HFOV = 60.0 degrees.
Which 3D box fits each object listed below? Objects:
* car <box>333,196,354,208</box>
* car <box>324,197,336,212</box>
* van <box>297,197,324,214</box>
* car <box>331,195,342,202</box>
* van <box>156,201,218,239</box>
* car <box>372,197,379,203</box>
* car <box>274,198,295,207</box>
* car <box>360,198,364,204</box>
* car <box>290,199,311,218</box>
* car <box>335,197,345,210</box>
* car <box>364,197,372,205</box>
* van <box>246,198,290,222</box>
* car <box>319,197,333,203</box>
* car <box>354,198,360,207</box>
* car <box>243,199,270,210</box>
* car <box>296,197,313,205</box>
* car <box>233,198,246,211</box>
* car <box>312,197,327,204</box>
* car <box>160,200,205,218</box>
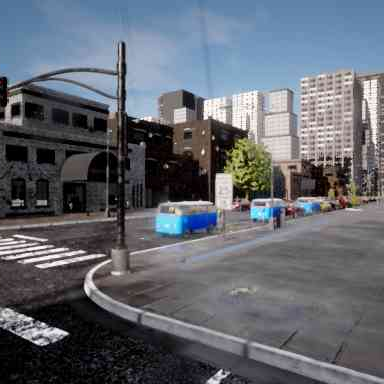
[{"bbox_3d":[21.988,1.497,49.345,2.192,1.841,5.009,0,0,35],"label":"car"},{"bbox_3d":[15.755,1.671,40.433,1.752,1.417,4.829,0,0,35],"label":"car"},{"bbox_3d":[12.494,1.469,35.768,1.690,1.788,3.998,0,0,35],"label":"van"},{"bbox_3d":[37.279,1.712,85.836,1.967,1.590,4.097,0,0,35],"label":"car"},{"bbox_3d":[-0.163,1.406,17.668,1.690,1.788,3.998,0,0,35],"label":"van"},{"bbox_3d":[44.137,1.899,81.020,1.947,1.339,4.313,0,0,35],"label":"car"},{"bbox_3d":[15.129,1.665,54.161,1.887,1.381,4.507,0,0,35],"label":"car"},{"bbox_3d":[28.413,1.748,58.534,1.752,1.417,4.829,0,0,35],"label":"car"},{"bbox_3d":[9.329,1.655,31.243,1.887,1.381,4.507,0,0,35],"label":"car"},{"bbox_3d":[18.822,1.729,44.818,1.947,1.339,4.313,0,0,35],"label":"car"},{"bbox_3d":[34.644,1.810,67.444,1.887,1.381,4.507,0,0,35],"label":"car"},{"bbox_3d":[6.165,1.436,26.718,1.690,1.788,3.998,0,0,35],"label":"van"},{"bbox_3d":[30.950,1.792,76.786,1.947,1.339,4.313,0,0,35],"label":"car"},{"bbox_3d":[25.152,1.517,53.870,2.192,1.841,5.009,0,0,35],"label":"car"},{"bbox_3d":[8.800,1.628,45.111,1.887,1.381,4.507,0,0,35],"label":"car"},{"bbox_3d":[21.458,1.705,63.211,1.887,1.381,4.507,0,0,35],"label":"car"},{"bbox_3d":[5.637,1.506,40.587,1.967,1.590,4.097,0,0,35],"label":"car"},{"bbox_3d":[27.688,1.728,72.122,1.752,1.417,4.829,0,0,35],"label":"car"},{"bbox_3d":[-0.790,1.558,31.396,1.752,1.417,4.829,0,0,35],"label":"car"}]
